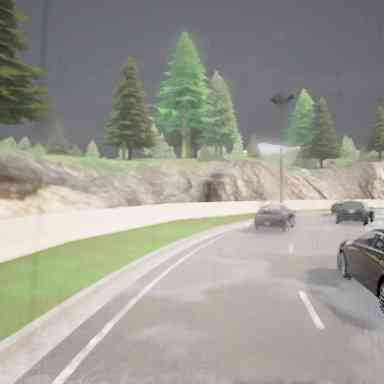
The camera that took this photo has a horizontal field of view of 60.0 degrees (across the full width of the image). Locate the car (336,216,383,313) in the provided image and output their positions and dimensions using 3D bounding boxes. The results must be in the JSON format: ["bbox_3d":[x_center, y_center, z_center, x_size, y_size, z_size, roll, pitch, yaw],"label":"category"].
[{"bbox_3d":[4.604,1.533,7.175,2.128,1.511,4.902,0,0,10],"label":"car"}]

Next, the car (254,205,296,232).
[{"bbox_3d":[5.231,1.540,20.592,2.128,1.511,4.902,0,0,26],"label":"car"}]

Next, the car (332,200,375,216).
[{"bbox_3d":[12.530,1.465,25.368,2.097,1.767,4.553,1,0,35],"label":"car"}]
